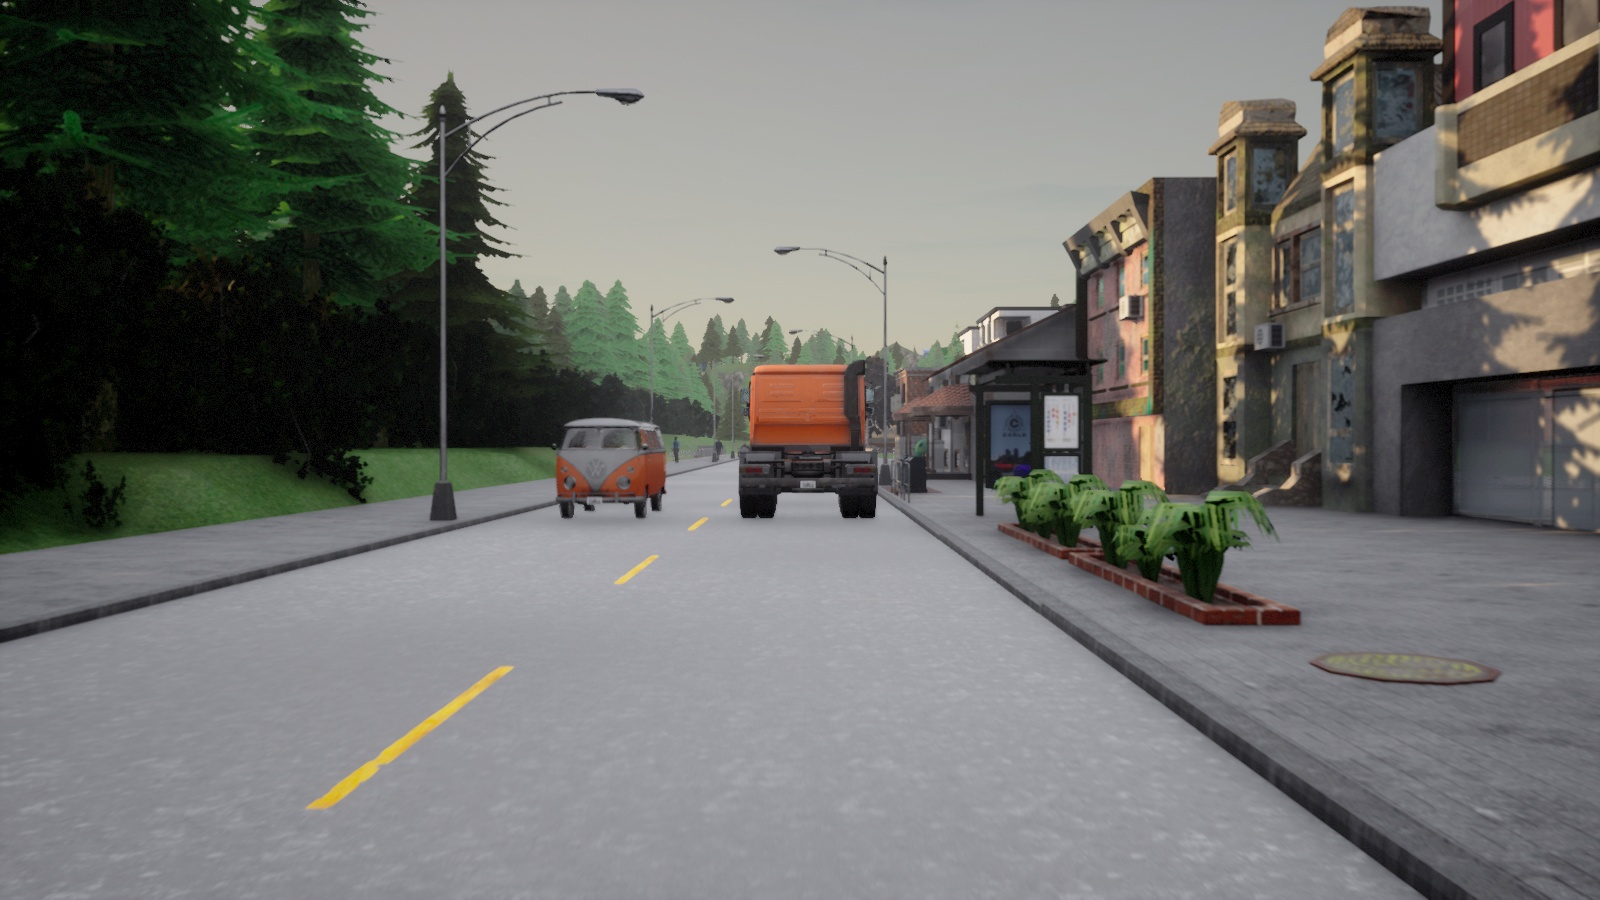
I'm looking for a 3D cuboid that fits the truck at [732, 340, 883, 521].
[{"bbox_3d":[0.172,-0.393,28.024,2.891,3.462,7.936,0,0,0],"label":"truck"}]

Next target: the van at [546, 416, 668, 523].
[{"bbox_3d":[-3.842,0.350,25.669,1.775,1.987,4.442,0,0,0],"label":"van"}]
